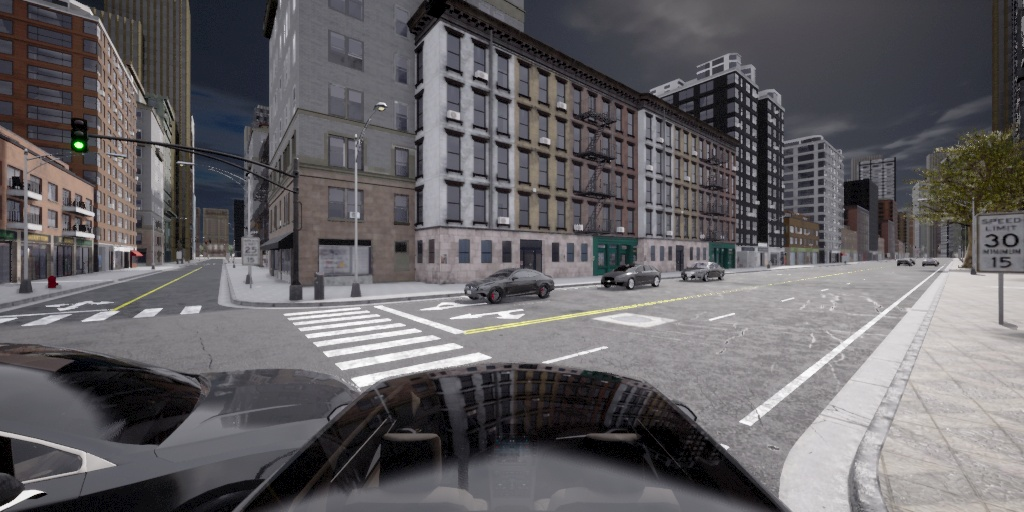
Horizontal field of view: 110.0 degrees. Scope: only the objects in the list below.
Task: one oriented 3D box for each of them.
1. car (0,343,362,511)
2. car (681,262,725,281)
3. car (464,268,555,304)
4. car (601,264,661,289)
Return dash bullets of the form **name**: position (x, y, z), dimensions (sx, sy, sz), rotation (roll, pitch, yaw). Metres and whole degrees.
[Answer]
- **car**: position (-3.219, 1.257, 1.799), dimensions (4.892, 1.490, 1.837), rotation (0, 0, -34)
- **car**: position (15.710, 1.237, 29.435), dimensions (4.902, 1.511, 2.128), rotation (0, 0, -39)
- **car**: position (-0.011, 1.287, 16.765), dimensions (4.674, 1.442, 1.812), rotation (0, 0, -39)
- **car**: position (7.690, 1.259, 22.978), dimensions (4.892, 1.490, 1.837), rotation (0, 0, -39)
